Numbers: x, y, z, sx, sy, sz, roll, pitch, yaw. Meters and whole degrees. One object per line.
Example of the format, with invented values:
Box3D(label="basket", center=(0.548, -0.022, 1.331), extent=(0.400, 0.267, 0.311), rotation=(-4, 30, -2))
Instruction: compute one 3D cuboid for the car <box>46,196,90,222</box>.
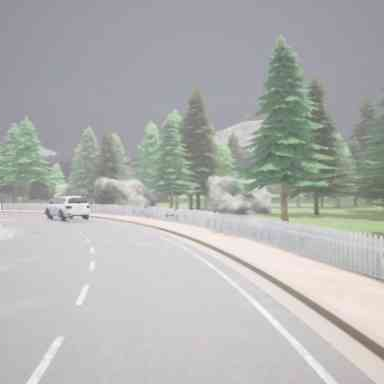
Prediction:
Box3D(label="car", center=(-10.752, 1.393, 28.661), extent=(2.150, 2.045, 5.566), rotation=(0, 0, -41))
